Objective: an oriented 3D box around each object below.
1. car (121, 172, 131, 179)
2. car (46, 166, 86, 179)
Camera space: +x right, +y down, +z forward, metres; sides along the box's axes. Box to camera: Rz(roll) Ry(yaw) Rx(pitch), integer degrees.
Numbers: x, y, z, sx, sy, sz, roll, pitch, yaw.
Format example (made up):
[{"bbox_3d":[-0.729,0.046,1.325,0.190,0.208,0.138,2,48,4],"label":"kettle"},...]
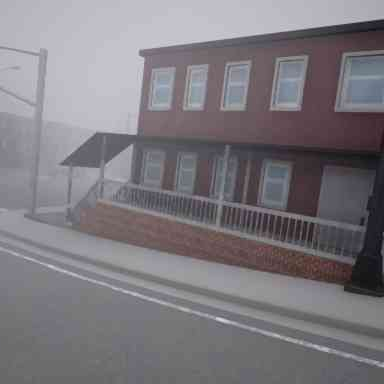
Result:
[{"bbox_3d":[-8.119,-2.459,50.127,2.033,1.411,5.357,10,6,36],"label":"car"},{"bbox_3d":[-15.178,-2.508,40.378,1.837,1.490,4.892,10,6,35],"label":"car"}]
